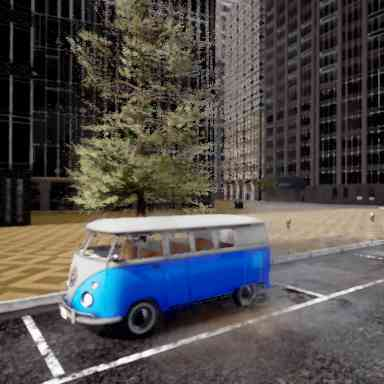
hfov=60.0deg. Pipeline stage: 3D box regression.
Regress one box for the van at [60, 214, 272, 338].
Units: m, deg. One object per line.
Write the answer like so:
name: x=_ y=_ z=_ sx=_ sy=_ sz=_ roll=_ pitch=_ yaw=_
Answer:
van: x=-0.268 y=1.359 z=6.368 sx=3.998 sy=1.788 sz=1.690 roll=0 pitch=0 yaw=-36
